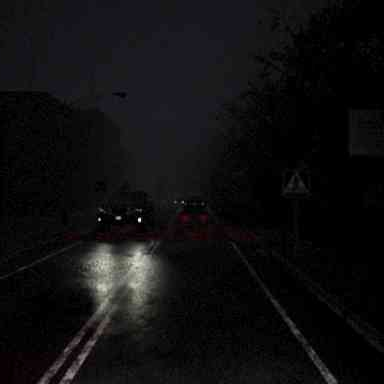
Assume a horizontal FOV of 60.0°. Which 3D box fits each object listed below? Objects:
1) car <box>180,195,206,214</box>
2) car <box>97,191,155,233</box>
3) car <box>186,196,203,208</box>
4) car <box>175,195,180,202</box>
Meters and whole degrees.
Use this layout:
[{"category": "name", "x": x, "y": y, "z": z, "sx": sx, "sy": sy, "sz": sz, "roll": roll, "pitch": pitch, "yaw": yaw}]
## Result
[{"category": "car", "x": 0.219, "y": 1.139, "z": 31.919, "sx": 2.097, "sy": 1.767, "sz": 4.553, "roll": 0, "pitch": 0, "yaw": 1}, {"category": "car", "x": -3.233, "y": 0.921, "z": 17.479, "sx": 2.150, "sy": 2.045, "sz": 5.566, "roll": 0, "pitch": -3, "yaw": 0}, {"category": "car", "x": 0.345, "y": 1.270, "z": 43.820, "sx": 2.033, "sy": 1.411, "sz": 5.357, "roll": 0, "pitch": 0, "yaw": 1}, {"category": "car", "x": -2.615, "y": 1.277, "z": 71.612, "sx": 1.882, "sy": 1.535, "sz": 5.008, "roll": 0, "pitch": 0, "yaw": 1}]
